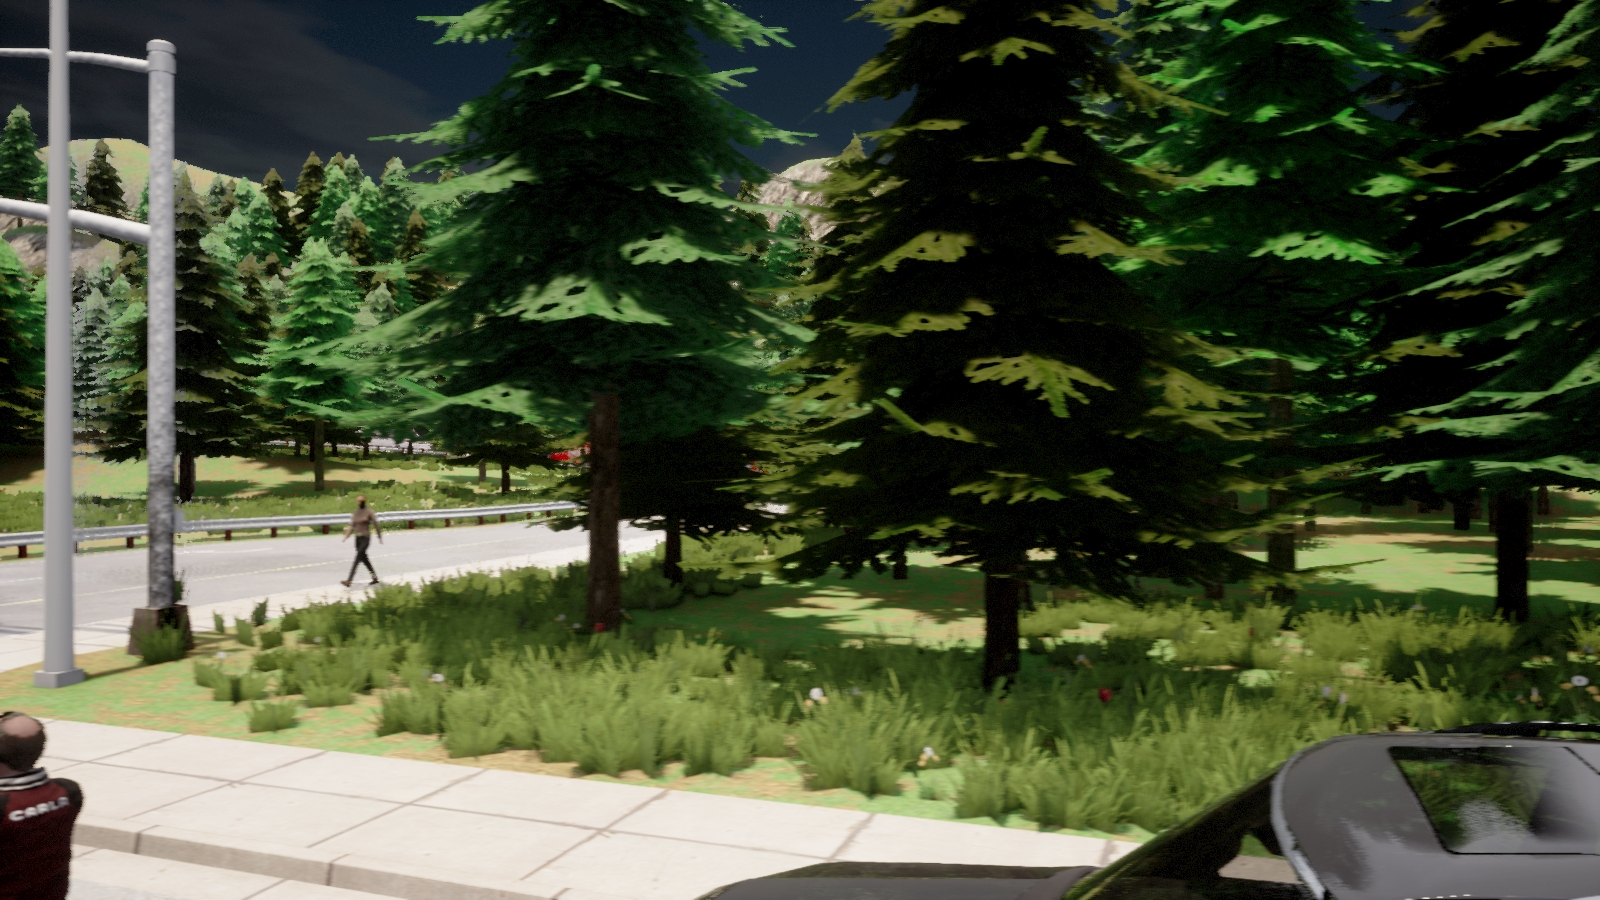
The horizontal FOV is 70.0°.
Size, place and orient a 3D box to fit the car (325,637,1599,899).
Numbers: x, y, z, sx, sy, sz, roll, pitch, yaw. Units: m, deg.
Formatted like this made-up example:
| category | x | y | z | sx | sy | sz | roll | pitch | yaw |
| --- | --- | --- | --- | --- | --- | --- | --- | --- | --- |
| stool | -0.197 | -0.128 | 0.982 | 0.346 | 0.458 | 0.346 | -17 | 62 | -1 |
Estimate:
| category | x | y | z | sx | sy | sz | roll | pitch | yaw |
| --- | --- | --- | --- | --- | --- | --- | --- | --- | --- |
| car | 1.894 | 1.780 | 2.667 | 5.566 | 2.045 | 2.150 | 0 | 0 | 20 |

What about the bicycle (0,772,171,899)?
| category | x | y | z | sx | sy | sz | roll | pitch | yaw |
| --- | --- | --- | --- | --- | --- | --- | --- | --- | --- |
| bicycle | -3.328 | 2.060 | 4.538 | 1.835 | 1.471 | 0.329 | 0 | 0 | 20 |

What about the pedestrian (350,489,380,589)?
| category | x | y | z | sx | sy | sz | roll | pitch | yaw |
| --- | --- | --- | --- | --- | --- | --- | --- | --- | --- |
| pedestrian | -8.252 | 1.670 | 21.659 | 0.375 | 1.860 | 0.375 | 0 | 0 | 18 |
